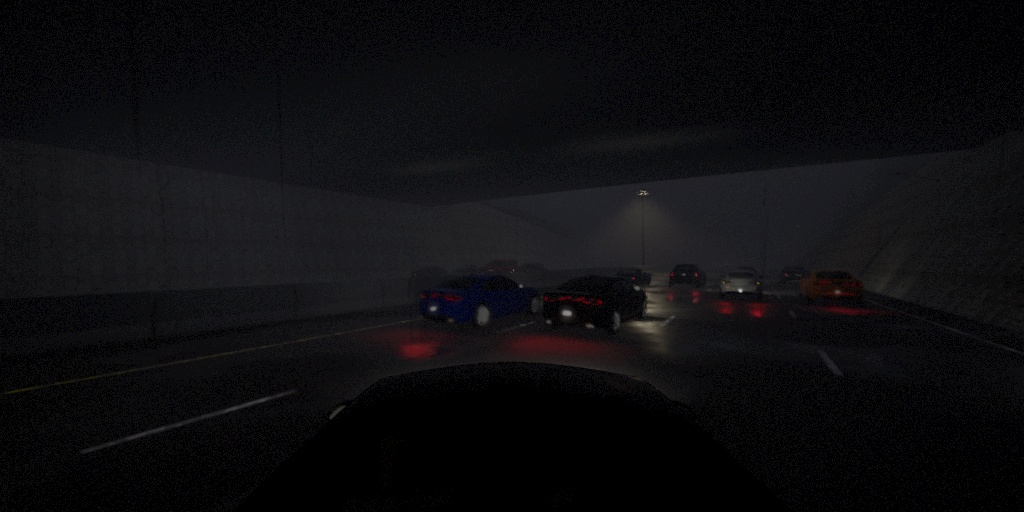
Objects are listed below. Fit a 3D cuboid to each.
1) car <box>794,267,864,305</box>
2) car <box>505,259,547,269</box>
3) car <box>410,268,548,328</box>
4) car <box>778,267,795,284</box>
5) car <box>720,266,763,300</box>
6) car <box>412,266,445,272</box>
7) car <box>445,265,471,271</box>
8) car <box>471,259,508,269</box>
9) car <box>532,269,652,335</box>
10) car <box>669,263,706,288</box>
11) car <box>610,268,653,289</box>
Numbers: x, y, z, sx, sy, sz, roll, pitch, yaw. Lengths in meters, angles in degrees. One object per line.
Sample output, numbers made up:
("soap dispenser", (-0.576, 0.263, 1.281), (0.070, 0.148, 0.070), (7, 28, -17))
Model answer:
("car", (15.271, 1.391, 17.368), (1.882, 1.535, 5.008), (0, -1, 34))
("car", (1.747, 1.477, 35.308), (2.097, 1.767, 4.553), (0, -1, 34))
("car", (-0.834, 1.344, 12.098), (1.882, 1.535, 5.008), (0, -1, 34))
("car", (24.085, 1.604, 30.644), (2.033, 1.411, 5.357), (0, -1, 34))
("car", (12.369, 1.464, 19.345), (1.812, 1.442, 4.674), (0, -1, 33))
("car", (-8.807, 1.732, 38.402), (1.994, 1.385, 4.181), (0, -1, 34))
("car", (-4.456, 1.658, 38.623), (2.128, 1.511, 4.902), (0, -1, 34))
("car", (-1.352, 1.368, 36.976), (2.150, 2.045, 5.566), (0, -1, 34))
("car", (2.775, 1.332, 11.206), (1.882, 1.535, 5.008), (0, -1, 34))
("car", (13.318, 1.376, 27.083), (2.097, 1.767, 4.553), (0, -1, 34))
("car", (9.154, 1.629, 27.136), (1.895, 1.301, 4.718), (0, -1, 34))
